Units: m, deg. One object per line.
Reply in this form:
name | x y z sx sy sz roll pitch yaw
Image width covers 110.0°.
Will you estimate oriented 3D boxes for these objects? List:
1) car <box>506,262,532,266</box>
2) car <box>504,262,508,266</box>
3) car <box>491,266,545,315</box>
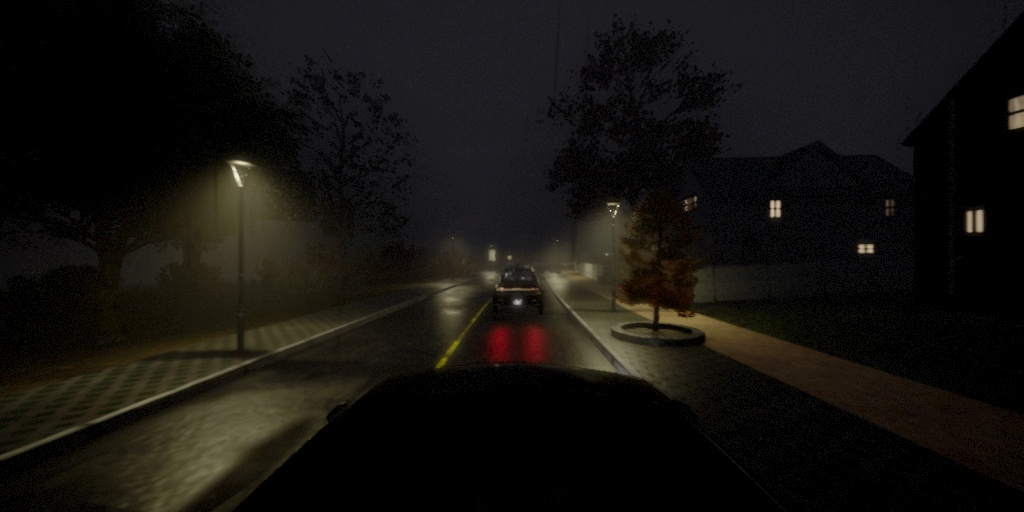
car | 0.996 1.415 29.096 2.128 1.511 4.902 0 0 4
car | -0.001 1.537 50.233 2.033 1.411 5.357 0 0 7
car | 0.280 1.332 14.174 2.128 1.511 4.902 0 0 2
